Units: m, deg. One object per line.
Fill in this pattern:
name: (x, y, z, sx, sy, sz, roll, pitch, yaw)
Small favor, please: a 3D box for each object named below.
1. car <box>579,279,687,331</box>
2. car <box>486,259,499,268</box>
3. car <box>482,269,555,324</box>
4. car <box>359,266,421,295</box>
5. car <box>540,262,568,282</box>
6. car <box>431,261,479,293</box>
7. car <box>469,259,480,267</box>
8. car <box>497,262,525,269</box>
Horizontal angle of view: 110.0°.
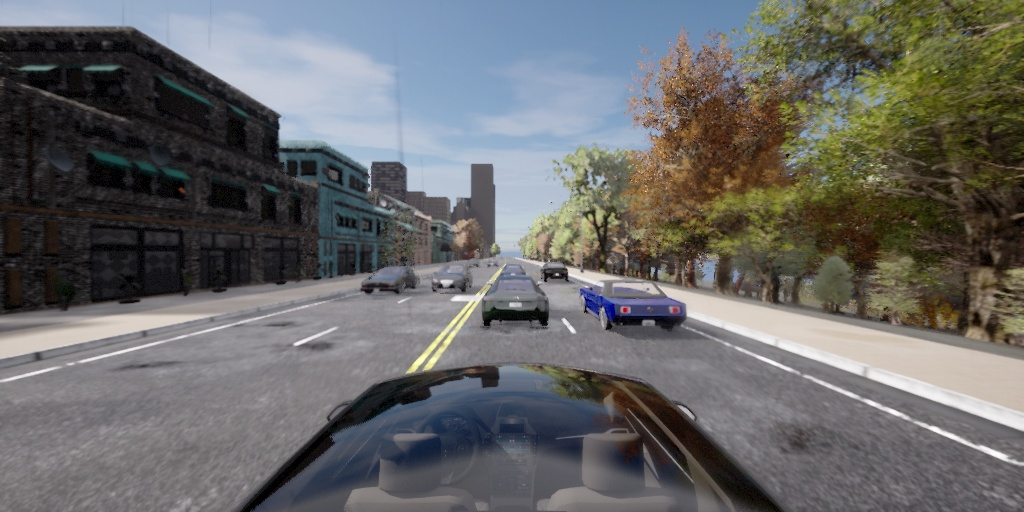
car: (3.348, 1.349, 10.992, 1.895, 1.301, 4.718, 0, 0, 0)
car: (-3.304, 1.226, 61.885, 2.128, 1.511, 4.902, 0, 0, 1)
car: (0.098, 1.311, 11.891, 1.994, 1.385, 4.181, 0, 0, 0)
car: (-6.602, 1.293, 20.143, 2.033, 1.411, 5.357, 0, 0, 0)
car: (3.344, 1.221, 29.078, 1.882, 1.535, 5.008, 0, 0, 0)
car: (-3.353, 1.237, 20.786, 2.128, 1.511, 4.902, 0, 0, 0)
car: (-6.555, 1.236, 61.461, 1.837, 1.490, 4.892, 0, 0, 1)
car: (0.096, 1.307, 28.245, 1.994, 1.385, 4.181, 0, 0, 0)
